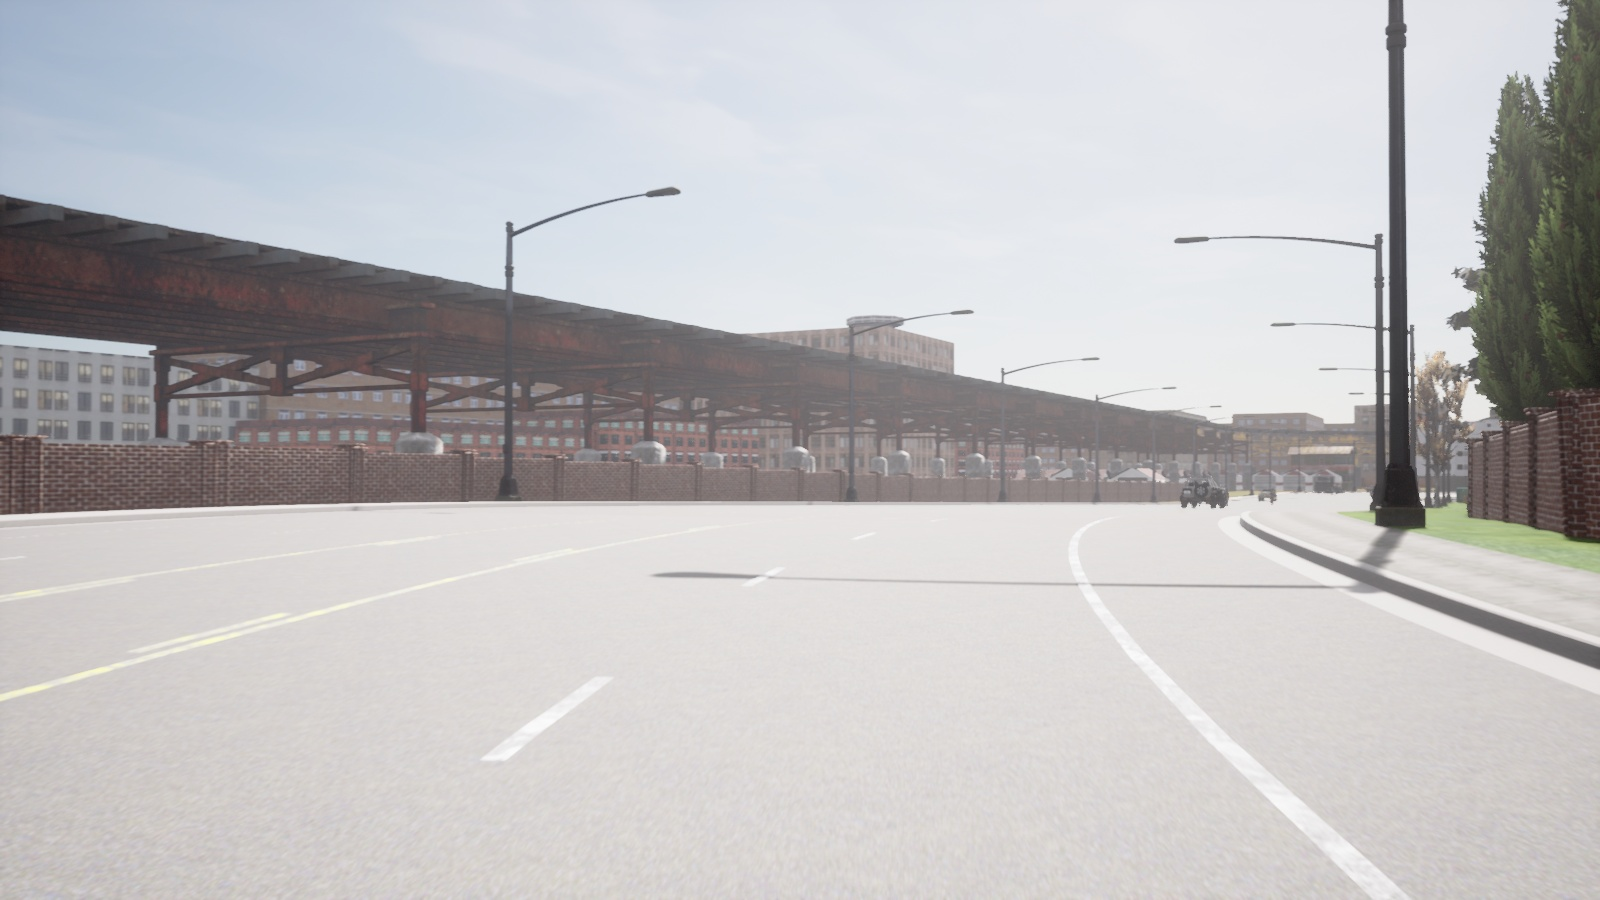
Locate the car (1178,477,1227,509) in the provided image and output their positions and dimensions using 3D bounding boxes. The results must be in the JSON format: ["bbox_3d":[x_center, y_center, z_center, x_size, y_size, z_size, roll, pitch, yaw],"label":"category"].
[{"bbox_3d":[23.676,2.544,73.701,1.932,1.855,4.605,0,-3,28],"label":"car"}]
